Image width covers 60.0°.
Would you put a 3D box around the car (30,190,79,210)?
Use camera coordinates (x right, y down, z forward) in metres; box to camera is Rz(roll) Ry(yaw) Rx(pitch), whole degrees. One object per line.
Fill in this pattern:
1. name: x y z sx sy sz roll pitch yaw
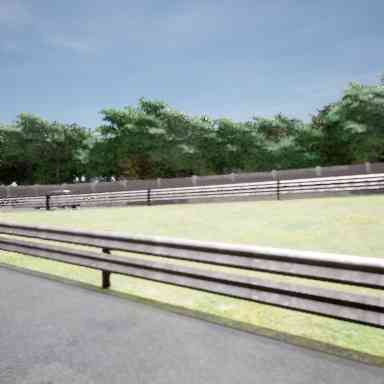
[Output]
1. car: -15.270 0.918 37.053 5.566 2.045 2.150 -3 -1 17
